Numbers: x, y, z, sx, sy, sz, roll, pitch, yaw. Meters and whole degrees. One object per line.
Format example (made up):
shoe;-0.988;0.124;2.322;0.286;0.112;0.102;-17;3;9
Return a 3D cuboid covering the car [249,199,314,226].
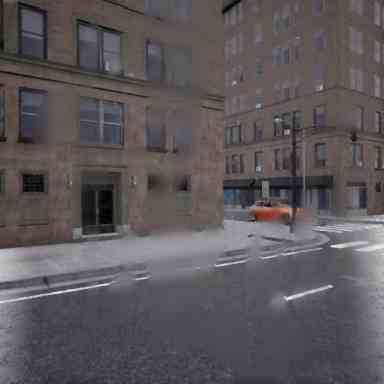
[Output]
car;5.966;1.302;22.544;2.097;1.767;4.553;-1;1;-32
